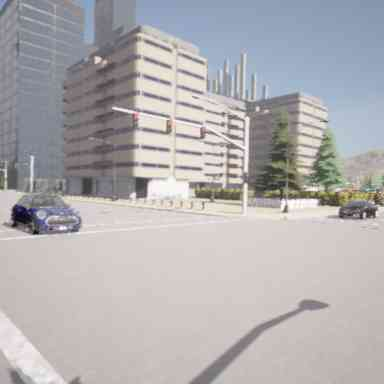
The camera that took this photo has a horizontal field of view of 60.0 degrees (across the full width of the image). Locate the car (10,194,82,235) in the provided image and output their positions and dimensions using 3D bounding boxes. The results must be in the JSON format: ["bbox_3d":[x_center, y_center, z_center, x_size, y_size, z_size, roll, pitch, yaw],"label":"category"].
[{"bbox_3d":[-7.110,0.927,16.088,2.097,1.767,4.553,1,1,-43],"label":"car"}]

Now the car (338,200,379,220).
[{"bbox_3d":[13.848,1.423,27.530,4.892,1.490,1.837,1,1,-43],"label":"car"}]
